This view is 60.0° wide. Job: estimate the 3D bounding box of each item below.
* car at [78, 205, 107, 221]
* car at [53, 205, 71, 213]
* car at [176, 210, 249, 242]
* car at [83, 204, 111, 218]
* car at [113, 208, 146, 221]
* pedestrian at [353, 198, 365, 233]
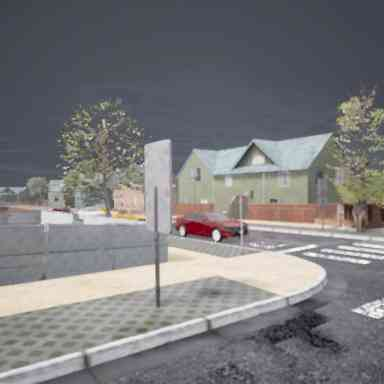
[{"bbox_3d":[-10.566,2.310,34.815,1.812,1.442,4.674,-1,-1,-36],"label":"car"},{"bbox_3d":[-21.703,2.891,55.435,1.895,1.301,4.718,-1,-1,-35],"label":"car"},{"bbox_3d":[1.019,1.790,18.624,1.882,1.535,5.008,-1,-1,-36],"label":"car"},{"bbox_3d":[-12.041,2.372,41.933,1.882,1.535,5.008,-1,-1,-36],"label":"car"},{"bbox_3d":[-4.658,2.021,26.562,1.882,1.535,5.008,-1,-1,-36],"label":"car"},{"bbox_3d":[8.852,1.233,17.745,0.375,1.860,0.375,-3,2,-36],"label":"pedestrian"}]
